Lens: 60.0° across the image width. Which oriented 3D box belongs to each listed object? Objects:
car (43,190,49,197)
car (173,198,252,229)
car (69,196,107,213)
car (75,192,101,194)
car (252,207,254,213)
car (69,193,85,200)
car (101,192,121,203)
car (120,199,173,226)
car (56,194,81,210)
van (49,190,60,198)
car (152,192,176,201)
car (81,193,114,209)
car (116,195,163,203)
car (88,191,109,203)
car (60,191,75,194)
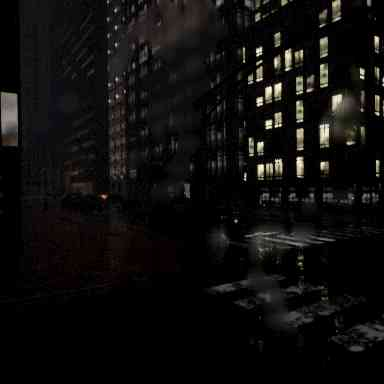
[{"bbox_3d":[-35.652,0.689,84.658,2.008,1.369,4.403,-1,1,-35],"label":"car"},{"bbox_3d":[1.129,1.383,21.062,2.128,1.511,4.902,-1,1,-34],"label":"car"},{"bbox_3d":[-10.515,1.354,33.420,1.947,1.339,4.313,-1,1,-35],"label":"car"},{"bbox_3d":[-16.134,1.077,51.775,2.033,1.411,5.357,-1,1,-34],"label":"car"},{"bbox_3d":[3.110,1.279,28.349,1.752,1.417,4.829,-1,1,-35],"label":"car"},{"bbox_3d":[-22.847,0.889,66.078,1.887,1.381,4.507,-1,1,-35],"label":"car"},{"bbox_3d":[-11.956,1.009,51.064,1.837,1.490,4.892,-1,1,-35],"label":"car"},{"bbox_3d":[-2.886,1.455,22.399,2.008,1.369,4.403,-1,1,-35],"label":"car"},{"bbox_3d":[-13.717,1.289,38.066,2.008,1.369,4.403,-1,1,-35],"label":"car"},{"bbox_3d":[-32.450,0.531,80.010,1.690,1.788,3.998,-1,1,-35],"label":"van"},{"bbox_3d":[-3.640,0.963,38.206,2.192,1.841,5.009,-1,1,-35],"label":"car"},{"bbox_3d":[-11.118,1.228,38.865,1.812,1.442,4.674,-1,1,-35],"label":"car"},{"bbox_3d":[-4.778,1.306,29.647,1.837,1.490,4.892,-1,1,-34],"label":"car"},{"bbox_3d":[-15.939,0.796,56.782,2.097,1.767,4.553,-1,1,-35],"label":"car"},{"bbox_3d":[-21.677,0.946,59.790,1.837,1.490,4.892,-1,1,-34],"label":"car"}]
